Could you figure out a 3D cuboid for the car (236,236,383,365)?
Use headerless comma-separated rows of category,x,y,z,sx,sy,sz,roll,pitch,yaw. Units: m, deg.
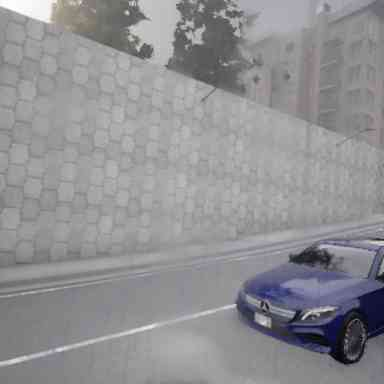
car,2.911,1.582,6.019,4.674,1.442,1.812,1,-1,-35
